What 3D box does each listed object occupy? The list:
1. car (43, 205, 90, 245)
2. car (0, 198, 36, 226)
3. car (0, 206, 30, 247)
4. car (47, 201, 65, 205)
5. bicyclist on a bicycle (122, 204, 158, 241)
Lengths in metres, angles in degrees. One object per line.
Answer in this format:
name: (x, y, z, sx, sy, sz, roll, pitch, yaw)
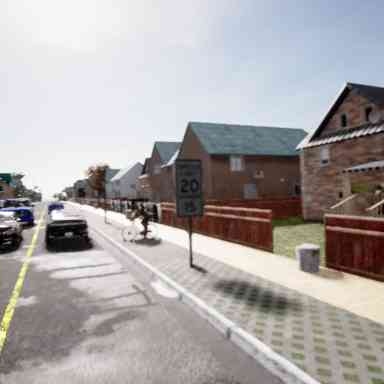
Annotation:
car: (-6.247, 1.617, 16.530, 2.128, 1.511, 4.902, -1, 0, -23)
car: (-13.262, 1.518, 25.450, 2.150, 2.045, 5.566, -1, 0, -23)
car: (-9.104, 1.690, 15.717, 2.128, 1.511, 4.902, -1, 0, -23)
car: (-17.065, 1.880, 41.838, 1.882, 1.535, 5.008, -1, 0, -23)
bicyclist on a bicycle: (-2.309, 1.330, 14.719, 1.656, 1.620, 0.582, -2, 0, -23)
